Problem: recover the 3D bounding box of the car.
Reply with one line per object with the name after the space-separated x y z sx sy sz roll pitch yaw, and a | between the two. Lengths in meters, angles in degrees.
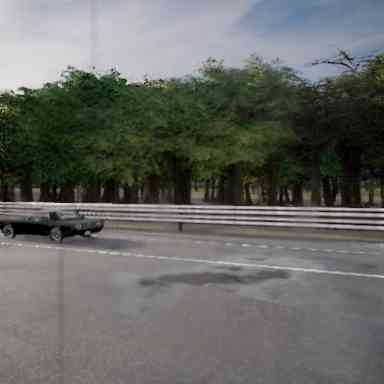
-6.367 1.436 14.896 4.718 1.301 1.895 0 0 25 | car
